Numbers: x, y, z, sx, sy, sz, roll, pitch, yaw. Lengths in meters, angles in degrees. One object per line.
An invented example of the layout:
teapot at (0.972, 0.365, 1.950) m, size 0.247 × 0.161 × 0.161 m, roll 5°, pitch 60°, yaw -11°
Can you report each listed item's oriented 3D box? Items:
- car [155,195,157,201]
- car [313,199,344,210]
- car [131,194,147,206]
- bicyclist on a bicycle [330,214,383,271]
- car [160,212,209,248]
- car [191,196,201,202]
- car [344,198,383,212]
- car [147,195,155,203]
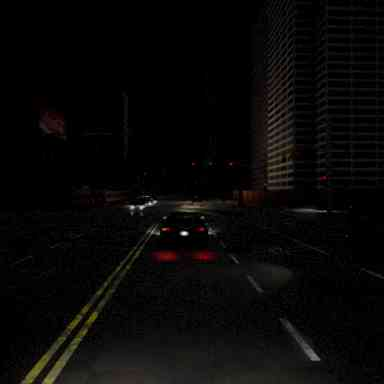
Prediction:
car at (-9.915, 1.521, 84.733) m, size 2.128 × 1.511 × 4.902 m, roll 0°, pitch 0°, yaw -2°
car at (18.310, 1.547, 42.161) m, size 5.357 × 1.411 × 2.033 m, roll 0°, pitch 0°, yaw -2°
car at (-8.955, 1.526, 54.961) m, size 1.812 × 1.442 × 4.674 m, roll 0°, pitch 0°, yaw -2°
bicyclist on a bicycle at (4.784, 1.451, 9.609) m, size 1.656 × 1.620 × 0.582 m, roll -2°, pitch 0°, yaw -2°
car at (-0.362, 1.564, 14.756) m, size 1.994 × 1.385 × 4.181 m, roll 0°, pitch 0°, yaw -2°
car at (0.977, 1.523, 73.874) m, size 2.128 × 1.511 × 4.902 m, roll 0°, pitch 0°, yaw -2°
car at (20.965, 1.491, 38.763) m, size 4.902 × 1.511 × 2.128 m, roll 0°, pitch 0°, yaw -2°
car at (-9.400, 1.595, 70.063) m, size 1.895 × 1.301 × 4.718 m, roll 0°, pitch 0°, yaw -2°
